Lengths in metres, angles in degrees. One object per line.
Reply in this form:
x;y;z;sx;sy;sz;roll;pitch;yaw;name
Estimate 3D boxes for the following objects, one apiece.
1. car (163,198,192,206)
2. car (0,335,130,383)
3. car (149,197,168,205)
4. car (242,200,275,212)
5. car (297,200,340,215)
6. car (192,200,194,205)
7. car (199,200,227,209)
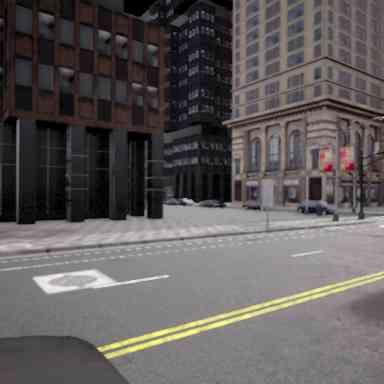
-2.901;1.926;61.565;2.033;1.411;5.357;0;0;-35;car
-2.792;1.533;1.451;5.357;1.411;2.033;1;0;-35;car
-7.470;1.943;73.339;2.128;1.511;4.902;0;0;-35;car
8.892;1.843;44.785;2.128;1.511;4.902;0;0;-35;car
14.165;1.694;37.317;2.097;1.767;4.553;0;0;-35;car
-1.476;1.929;65.027;1.812;1.442;4.674;0;0;-35;car
3.205;1.912;52.854;2.033;1.411;5.357;0;0;-35;car
